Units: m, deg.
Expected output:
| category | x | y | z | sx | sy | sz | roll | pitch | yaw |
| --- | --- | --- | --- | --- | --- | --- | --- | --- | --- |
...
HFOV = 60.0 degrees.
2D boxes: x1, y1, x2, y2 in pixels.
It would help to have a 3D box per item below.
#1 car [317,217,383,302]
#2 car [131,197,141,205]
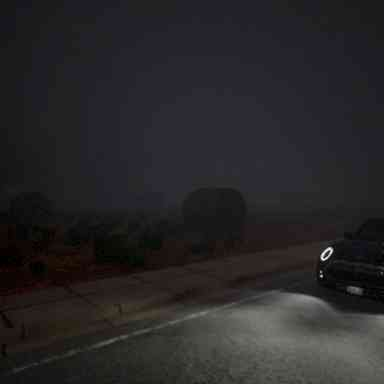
| category | x | y | z | sx | sy | sz | roll | pitch | yaw |
| --- | --- | --- | --- | --- | --- | --- | --- | --- | --- |
| car | 5.038 | 1.411 | 8.200 | 4.553 | 1.767 | 2.097 | 0 | -1 | -39 |
| car | -12.310 | 2.051 | 74.923 | 1.905 | 1.878 | 3.866 | 5 | 2 | 4 |
